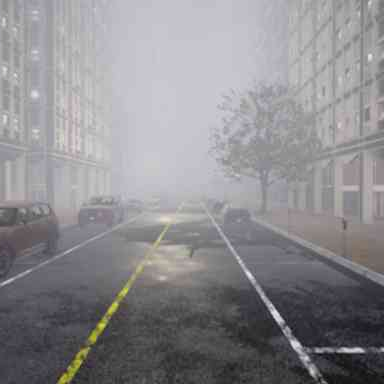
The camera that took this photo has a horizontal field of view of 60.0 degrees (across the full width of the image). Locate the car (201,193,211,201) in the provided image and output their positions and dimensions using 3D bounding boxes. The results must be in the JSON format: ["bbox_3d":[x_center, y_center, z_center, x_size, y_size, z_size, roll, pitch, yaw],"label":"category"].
[{"bbox_3d":[2.762,1.023,66.957,1.887,1.381,4.507,0,0,0],"label":"car"}]

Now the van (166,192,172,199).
[{"bbox_3d":[-5.618,0.819,66.965,1.690,1.788,3.998,0,0,0],"label":"van"}]

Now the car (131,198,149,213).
[{"bbox_3d":[-5.656,1.338,32.785,1.802,1.307,4.206,0,0,0],"label":"car"}]

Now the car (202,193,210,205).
[{"bbox_3d":[2.737,1.218,44.168,2.008,1.369,4.403,0,0,0],"label":"car"}]

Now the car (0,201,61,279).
[{"bbox_3d":[-5.683,1.241,9.994,2.192,1.841,5.009,0,0,0],"label":"car"}]

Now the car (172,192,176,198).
[{"bbox_3d":[-5.599,0.878,84.057,2.008,1.369,4.403,0,1,0],"label":"car"}]

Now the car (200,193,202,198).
[{"bbox_3d":[2.756,1.093,61.259,1.947,1.339,4.313,0,0,0],"label":"car"}]

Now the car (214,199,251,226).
[{"bbox_3d":[2.711,1.394,21.380,2.008,1.369,4.403,0,0,0],"label":"car"}]

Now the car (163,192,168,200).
[{"bbox_3d":[-5.630,1.139,55.571,1.947,1.339,4.313,0,0,0],"label":"car"}]

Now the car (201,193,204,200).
[{"bbox_3d":[2.743,1.204,49.866,1.802,1.307,4.206,0,0,0],"label":"car"}]

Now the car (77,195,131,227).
[{"bbox_3d":[-5.670,1.157,21.388,2.192,1.841,5.009,0,0,0],"label":"car"}]

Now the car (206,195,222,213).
[{"bbox_3d":[2.724,1.308,32.774,2.008,1.369,4.403,0,0,0],"label":"car"}]

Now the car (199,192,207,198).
[{"bbox_3d":[2.782,0.852,84.217,1.752,1.417,4.829,0,1,0],"label":"car"}]

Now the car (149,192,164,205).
[{"bbox_3d":[-5.637,1.147,49.705,1.752,1.417,4.829,0,0,0],"label":"car"}]

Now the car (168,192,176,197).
[{"bbox_3d":[-5.585,0.771,95.451,2.008,1.369,4.403,0,1,0],"label":"car"}]
